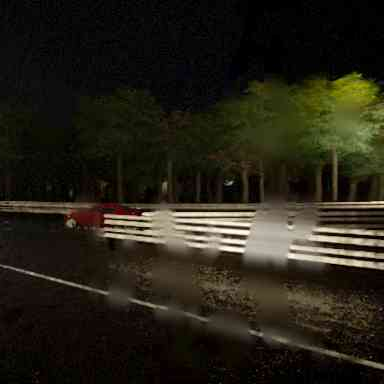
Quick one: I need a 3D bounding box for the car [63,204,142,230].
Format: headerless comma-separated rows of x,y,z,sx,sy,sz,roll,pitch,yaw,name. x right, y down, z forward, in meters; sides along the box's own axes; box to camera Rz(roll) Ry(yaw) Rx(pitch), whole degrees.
-5.347,1.473,20.131,5.008,1.535,1.882,0,0,16,car
